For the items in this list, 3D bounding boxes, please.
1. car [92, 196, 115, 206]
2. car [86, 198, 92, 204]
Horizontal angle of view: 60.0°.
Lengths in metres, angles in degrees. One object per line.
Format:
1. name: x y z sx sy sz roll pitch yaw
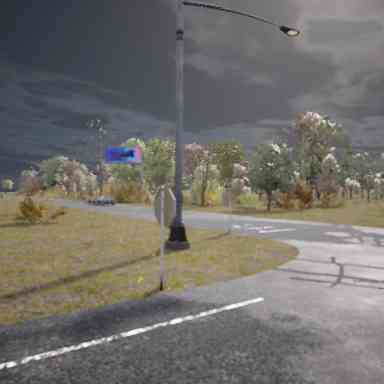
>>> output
1. car: -14.523 1.366 55.637 2.097 1.767 4.553 1 0 -33
2. car: -17.537 1.605 60.054 1.895 1.301 4.718 1 0 -34
